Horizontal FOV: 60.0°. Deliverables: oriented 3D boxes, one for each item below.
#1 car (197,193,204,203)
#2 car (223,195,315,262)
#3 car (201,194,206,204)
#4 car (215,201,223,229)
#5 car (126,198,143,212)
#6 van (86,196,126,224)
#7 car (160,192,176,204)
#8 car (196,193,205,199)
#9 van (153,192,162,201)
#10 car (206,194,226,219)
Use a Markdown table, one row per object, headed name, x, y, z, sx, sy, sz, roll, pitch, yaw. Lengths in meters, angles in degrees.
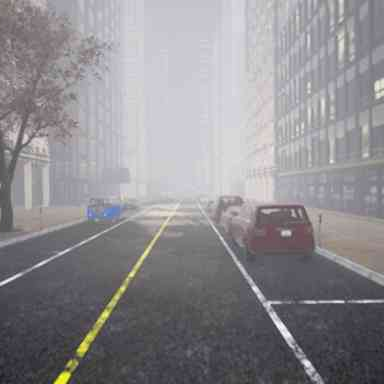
| name | x | y | z | sx | sy | sz | roll | pitch | yaw |
| --- | --- | --- | --- | --- | --- | --- | --- | --- | --- |
| car | 2.099 | 1.046 | 51.559 | 1.752 | 1.417 | 4.829 | -1 | 1 | -1 |
| car | 2.555 | 1.196 | 11.503 | 2.192 | 1.841 | 5.009 | -1 | 1 | -1 |
| car | 2.296 | 1.225 | 34.295 | 1.887 | 1.381 | 4.507 | -1 | 1 | -1 |
| car | 2.493 | 1.376 | 17.202 | 1.887 | 1.381 | 4.507 | -1 | 1 | -1 |
| car | -6.083 | 1.295 | 34.202 | 2.008 | 1.369 | 4.403 | -1 | 1 | -1 |
| van | -5.956 | 1.186 | 22.808 | 1.690 | 1.788 | 3.998 | -1 | 1 | -1 |
| car | -3.610 | 1.147 | 53.469 | 1.895 | 1.301 | 4.718 | 0 | 1 | -1 |
| car | 1.839 | 0.867 | 74.180 | 1.947 | 1.339 | 4.313 | -1 | 1 | -1 |
| van | -6.413 | 0.819 | 62.691 | 1.690 | 1.788 | 3.998 | -1 | 1 | -1 |
| car | 2.424 | 1.096 | 22.899 | 2.192 | 1.841 | 5.009 | -1 | 1 | -1 |
